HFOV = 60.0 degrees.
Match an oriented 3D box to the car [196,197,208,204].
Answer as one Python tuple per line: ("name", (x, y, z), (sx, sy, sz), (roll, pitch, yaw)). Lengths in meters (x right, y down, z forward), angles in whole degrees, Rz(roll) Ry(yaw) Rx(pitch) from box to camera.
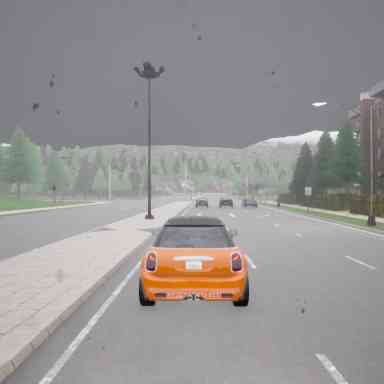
("car", (1.480, 1.526, 49.147), (1.812, 1.442, 4.674), (0, 0, 2))

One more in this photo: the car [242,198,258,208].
("car", (8.488, 1.547, 49.227), (2.033, 1.411, 5.357), (0, 0, 2))

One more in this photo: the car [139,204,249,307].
("car", (0.068, 1.352, 8.168), (2.097, 1.767, 4.553), (0, 0, 1))

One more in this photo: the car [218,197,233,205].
("car", (4.990, 1.477, 49.356), (1.882, 1.535, 5.008), (0, 0, 2))
